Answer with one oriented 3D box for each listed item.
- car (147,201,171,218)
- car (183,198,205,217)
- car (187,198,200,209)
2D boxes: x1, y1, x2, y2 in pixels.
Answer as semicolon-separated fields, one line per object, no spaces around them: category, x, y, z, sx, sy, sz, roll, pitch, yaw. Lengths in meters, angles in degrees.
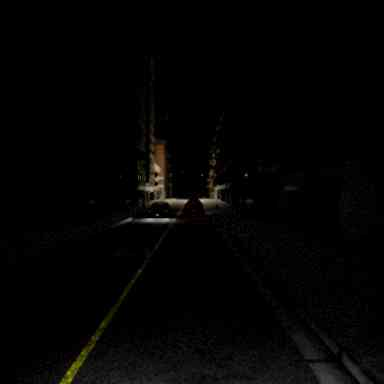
car;-2.928;1.568;30.925;2.033;1.411;5.357;0;0;0
car;0.179;1.502;31.734;1.882;1.535;5.008;0;0;0
car;0.222;1.568;47.035;1.812;1.442;4.674;0;0;0
